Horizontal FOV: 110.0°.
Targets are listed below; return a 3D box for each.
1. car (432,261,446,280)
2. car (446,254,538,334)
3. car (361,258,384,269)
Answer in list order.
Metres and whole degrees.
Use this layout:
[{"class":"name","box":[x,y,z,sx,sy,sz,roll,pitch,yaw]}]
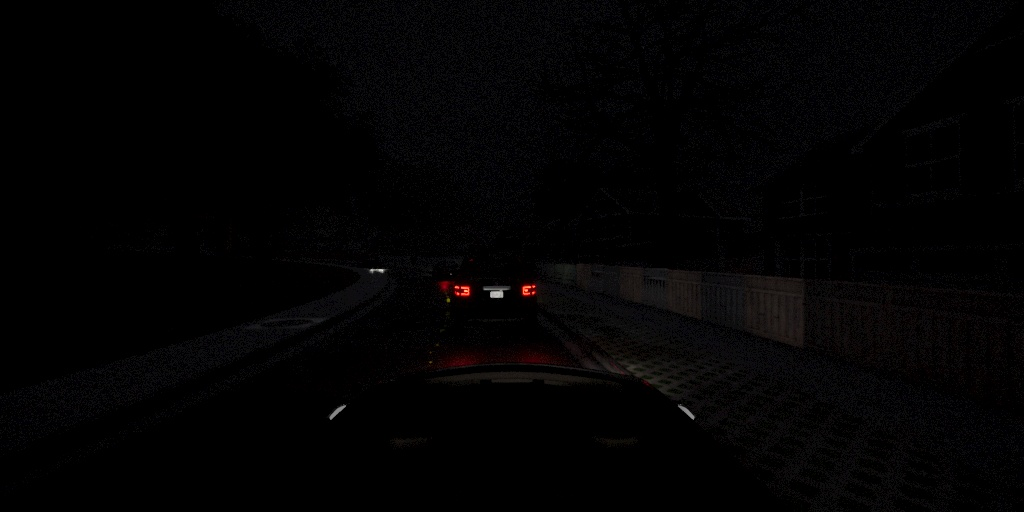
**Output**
[{"class":"car","box":[-5.498,1.170,29.957,2.128,1.511,4.902,0,0,-20]},{"class":"car","box":[-0.658,0.972,10.867,2.150,2.045,5.566,0,0,-7]},{"class":"car","box":[-18.943,0.983,48.600,2.033,1.411,5.357,0,1,-36]}]
